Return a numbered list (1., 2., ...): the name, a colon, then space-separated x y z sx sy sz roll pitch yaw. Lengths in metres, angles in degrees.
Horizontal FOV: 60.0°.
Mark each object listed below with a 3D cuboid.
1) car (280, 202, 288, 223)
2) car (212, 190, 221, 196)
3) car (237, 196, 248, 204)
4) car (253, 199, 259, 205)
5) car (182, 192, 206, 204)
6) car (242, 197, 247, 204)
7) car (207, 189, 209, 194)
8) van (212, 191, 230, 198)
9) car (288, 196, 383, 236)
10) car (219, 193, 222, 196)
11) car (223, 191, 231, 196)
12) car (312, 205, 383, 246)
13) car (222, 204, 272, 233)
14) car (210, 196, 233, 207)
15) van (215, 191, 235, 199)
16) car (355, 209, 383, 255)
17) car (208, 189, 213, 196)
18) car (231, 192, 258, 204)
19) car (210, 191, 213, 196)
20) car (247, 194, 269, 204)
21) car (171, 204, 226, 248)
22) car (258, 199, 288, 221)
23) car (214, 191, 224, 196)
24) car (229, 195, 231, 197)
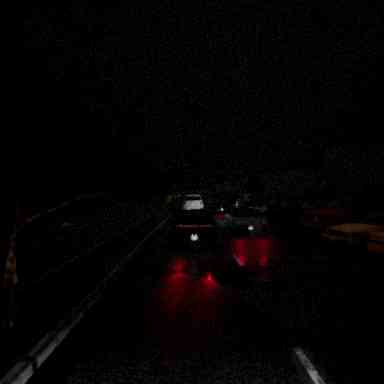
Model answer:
1. car: 8.045 1.527 19.736 4.792 1.488 2.163 1 0 -20
2. car: 8.046 0.968 79.768 4.553 1.767 2.185 1 1 -20
3. car: 8.097 1.554 37.778 4.792 1.488 2.163 1 0 -20
4. car: 8.074 1.564 28.753 4.674 1.452 2.002 1 0 -20
5. car: 0.101 1.264 36.017 2.150 2.045 5.566 0 0 0
6. car: 8.074 1.573 34.753 4.674 1.452 2.002 1 0 -20
7. car: 8.104 0.651 94.705 5.566 2.045 2.435 1 1 -20
8. van: 7.969 0.715 91.662 4.442 1.987 1.878 1 1 -20
9. car: 8.050 1.239 16.733 5.566 2.045 2.435 1 0 -20
10. car: 8.047 1.353 61.775 4.792 1.488 2.163 1 1 -20
11. car: 8.050 1.211 49.757 5.566 2.045 2.435 1 1 -20
12. car: 7.896 1.478 13.681 5.366 1.575 1.946 1 0 -20
13. car: 3.101 1.612 19.734 1.895 1.301 4.718 0 0 0
14. car: 3.101 1.545 36.948 1.837 1.490 4.892 0 0 0
15. van: 8.185 0.831 82.802 4.442 1.987 1.878 1 1 -20
16. car: 8.243 1.480 10.815 5.366 1.575 1.946 1 0 -20
17. car: 8.053 0.728 88.709 5.566 2.045 2.435 1 1 -20
18. car: 8.101 1.266 40.776 5.566 2.045 2.435 1 0 -20
19. car: 8.068 1.019 85.744 4.892 1.521 2.231 1 1 -20
20. car: 8.104 1.403 31.764 4.553 1.767 2.185 1 0 -20
21. car: 0.099 1.490 14.764 2.128 1.511 4.902 0 0 0
22. car: 8.064 1.517 25.753 5.008 1.535 2.097 1 0 -20
23. car: 8.048 1.200 73.780 4.792 1.488 2.163 1 1 -20
24. car: 7.900 1.498 43.705 5.366 1.575 1.946 1 1 -20
